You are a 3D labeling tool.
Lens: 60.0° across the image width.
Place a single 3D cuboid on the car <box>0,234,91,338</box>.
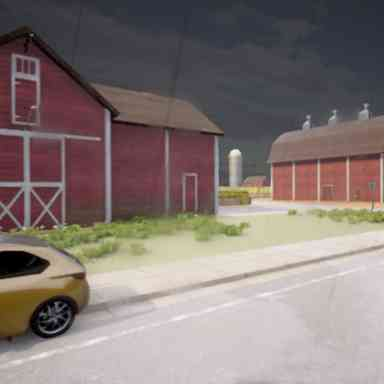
[{"bbox_3d":[-3.711,1.457,4.873,4.193,1.474,1.816,0,6,-38],"label":"car"}]
